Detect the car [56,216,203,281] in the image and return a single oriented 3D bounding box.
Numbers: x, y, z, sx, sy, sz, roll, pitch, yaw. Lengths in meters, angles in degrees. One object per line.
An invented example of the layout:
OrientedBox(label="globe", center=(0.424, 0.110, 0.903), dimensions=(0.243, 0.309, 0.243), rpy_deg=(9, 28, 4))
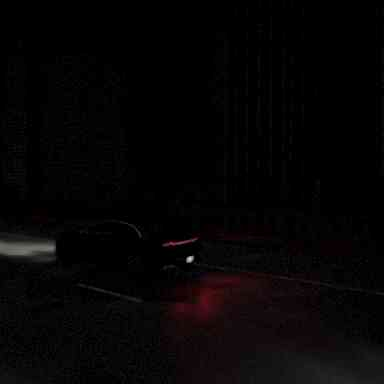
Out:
OrientedBox(label="car", center=(-2.014, 1.449, 9.724), dimensions=(4.902, 1.511, 2.128), rpy_deg=(0, 0, 35))
